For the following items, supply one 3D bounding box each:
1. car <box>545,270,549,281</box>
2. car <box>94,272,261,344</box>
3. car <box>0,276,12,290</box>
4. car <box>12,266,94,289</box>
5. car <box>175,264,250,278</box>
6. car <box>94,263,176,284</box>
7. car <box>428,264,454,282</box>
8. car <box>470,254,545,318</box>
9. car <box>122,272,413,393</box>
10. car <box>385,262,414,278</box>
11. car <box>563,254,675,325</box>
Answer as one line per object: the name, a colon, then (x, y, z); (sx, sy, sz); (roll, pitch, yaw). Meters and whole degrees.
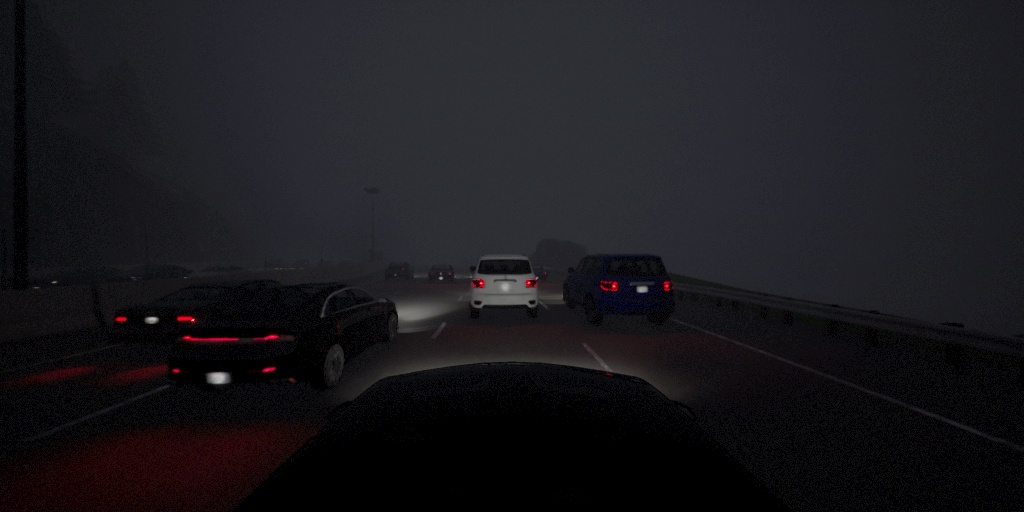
car: (1.507, 1.306, 28.758); (1.895, 1.301, 4.718); (0, 0, -8)
car: (-7.162, 1.301, 9.524); (2.033, 1.411, 5.357); (0, 0, -3)
car: (-29.113, 1.389, 18.505); (1.895, 1.301, 4.718); (0, 0, -6)
car: (-25.991, 1.323, 21.996); (2.033, 1.411, 5.357); (0, 0, -7)
car: (-19.173, 1.284, 23.623); (1.812, 1.442, 4.674); (0, 0, -8)
car: (-22.573, 1.245, 22.584); (1.882, 1.535, 5.008); (0, 0, -8)
car: (-5.520, 1.322, 28.417); (1.895, 1.301, 4.718); (0, 0, -8)
car: (-0.363, 0.955, 13.063); (2.150, 2.045, 5.566); (0, 0, -4)
car: (-3.595, 1.243, 6.725); (2.128, 1.511, 4.902); (0, 0, -2)
car: (-9.289, 1.219, 29.814); (2.128, 1.511, 4.902); (0, 0, -9)
car: (3.208, 0.948, 11.859); (2.150, 2.045, 5.566); (0, 0, -3)
